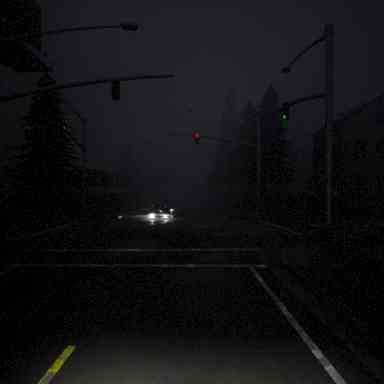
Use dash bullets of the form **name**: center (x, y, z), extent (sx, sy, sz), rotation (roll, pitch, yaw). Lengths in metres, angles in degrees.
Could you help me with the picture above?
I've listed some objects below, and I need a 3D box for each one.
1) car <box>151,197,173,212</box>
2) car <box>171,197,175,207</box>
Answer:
- **car**: center (-3.579, 1.600, 38.185), extent (1.895, 1.301, 4.718), rotation (0, 0, 0)
- **car**: center (-3.557, 1.503, 48.310), extent (1.837, 1.490, 4.892), rotation (0, 0, 0)
